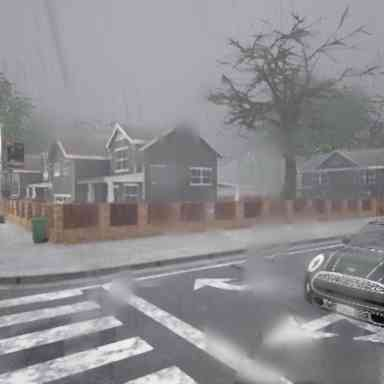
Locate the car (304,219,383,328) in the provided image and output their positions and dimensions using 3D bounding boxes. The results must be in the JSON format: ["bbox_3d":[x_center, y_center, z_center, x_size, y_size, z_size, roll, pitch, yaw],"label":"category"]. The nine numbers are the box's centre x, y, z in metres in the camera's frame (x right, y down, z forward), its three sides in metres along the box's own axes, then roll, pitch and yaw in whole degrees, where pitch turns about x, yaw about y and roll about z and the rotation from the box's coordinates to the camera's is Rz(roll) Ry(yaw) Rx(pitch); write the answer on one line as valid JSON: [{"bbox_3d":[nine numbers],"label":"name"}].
[{"bbox_3d":[4.356,1.355,6.819,4.553,1.767,2.097,0,0,-36],"label":"car"}]
